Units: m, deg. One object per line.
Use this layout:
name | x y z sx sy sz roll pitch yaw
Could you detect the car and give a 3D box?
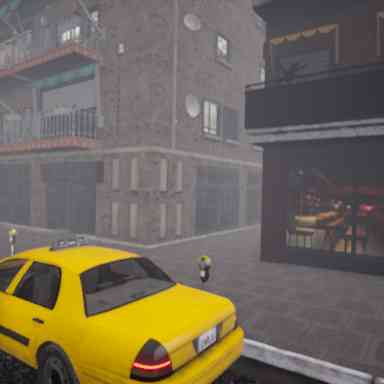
car | -1.941 1.423 4.797 5.366 1.575 1.801 1 0 35
